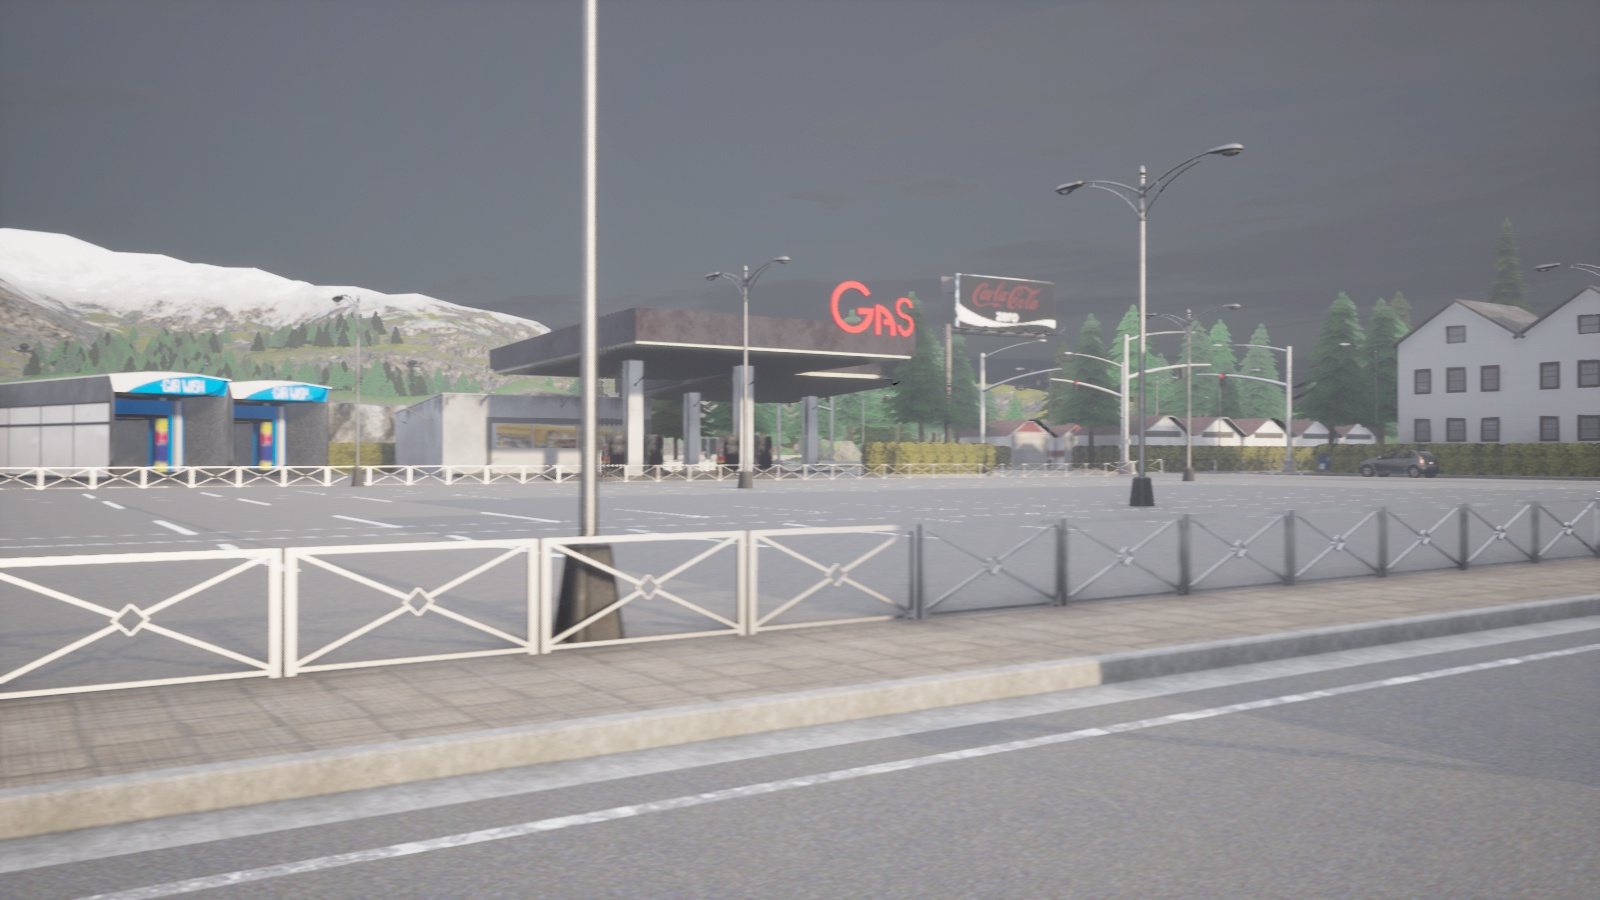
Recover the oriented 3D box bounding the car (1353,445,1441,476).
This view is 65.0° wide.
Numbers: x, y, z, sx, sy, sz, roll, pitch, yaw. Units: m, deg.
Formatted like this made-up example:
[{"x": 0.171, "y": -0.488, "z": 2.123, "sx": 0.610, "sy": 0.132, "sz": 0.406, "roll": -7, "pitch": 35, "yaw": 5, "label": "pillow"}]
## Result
[{"x": 32.628, "y": 0.554, "z": 68.695, "sx": 1.851, "sy": 1.617, "sz": 3.988, "roll": 0, "pitch": 0, "yaw": -33, "label": "car"}]
